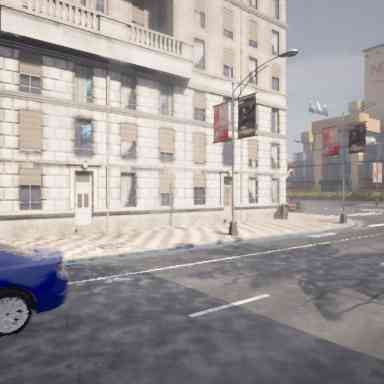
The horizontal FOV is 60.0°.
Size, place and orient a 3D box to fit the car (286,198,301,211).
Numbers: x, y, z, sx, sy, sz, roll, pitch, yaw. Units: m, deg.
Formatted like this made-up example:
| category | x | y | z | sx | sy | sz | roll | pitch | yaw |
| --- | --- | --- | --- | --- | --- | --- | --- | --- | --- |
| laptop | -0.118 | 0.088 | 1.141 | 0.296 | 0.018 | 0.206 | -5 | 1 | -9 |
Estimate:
| category | x | y | z | sx | sy | sz | roll | pitch | yaw |
| --- | --- | --- | --- | --- | --- | --- | --- | --- | --- |
| car | 10.515 | 1.352 | 40.753 | 2.097 | 1.767 | 4.553 | 0 | 0 | -36 |

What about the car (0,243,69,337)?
| category | x | y | z | sx | sy | sz | roll | pitch | yaw |
| --- | --- | --- | --- | --- | --- | --- | --- | --- | --- |
| car | -4.549 | 1.477 | 5.093 | 5.008 | 1.535 | 1.882 | 0 | 0 | -35 |
